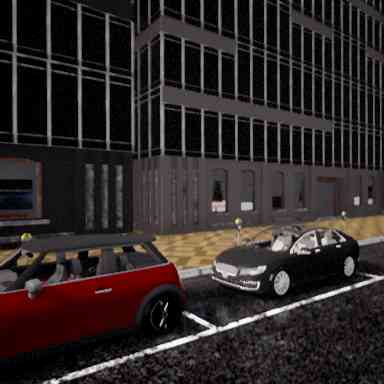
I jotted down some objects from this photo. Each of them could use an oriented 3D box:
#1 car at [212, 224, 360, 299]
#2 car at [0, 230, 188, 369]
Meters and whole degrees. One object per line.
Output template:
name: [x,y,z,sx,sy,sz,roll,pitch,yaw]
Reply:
car: [2.477,1.525,8.324,4.403,1.369,2.008,0,0,-35]
car: [-2.159,1.436,5.020,4.097,1.590,1.967,0,0,-35]
